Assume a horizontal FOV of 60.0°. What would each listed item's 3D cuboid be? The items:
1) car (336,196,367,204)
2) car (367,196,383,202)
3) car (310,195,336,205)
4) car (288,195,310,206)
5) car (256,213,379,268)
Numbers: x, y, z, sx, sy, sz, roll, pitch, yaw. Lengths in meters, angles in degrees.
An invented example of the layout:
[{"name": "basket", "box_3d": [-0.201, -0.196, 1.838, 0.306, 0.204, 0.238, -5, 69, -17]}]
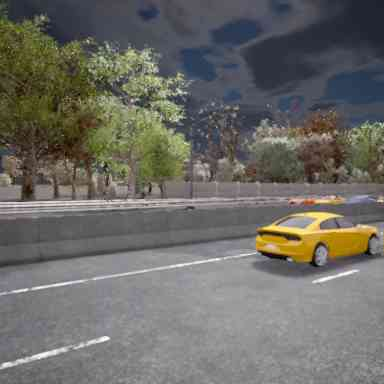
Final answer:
[{"name": "car", "box_3d": [19.689, 1.293, 39.521, 5.008, 1.535, 1.882, 0, 0, -35]}, {"name": "car", "box_3d": [21.852, 1.167, 36.765, 4.553, 1.767, 2.097, 0, 0, -35]}, {"name": "car", "box_3d": [17.635, 1.292, 42.354, 5.008, 1.535, 1.882, 0, 0, -35]}, {"name": "car", "box_3d": [14.954, 1.169, 44.651, 4.553, 1.767, 2.097, 0, 0, -36]}, {"name": "car", "box_3d": [4.343, 1.427, 11.161, 5.008, 1.535, 1.882, -1, 0, -35]}]
